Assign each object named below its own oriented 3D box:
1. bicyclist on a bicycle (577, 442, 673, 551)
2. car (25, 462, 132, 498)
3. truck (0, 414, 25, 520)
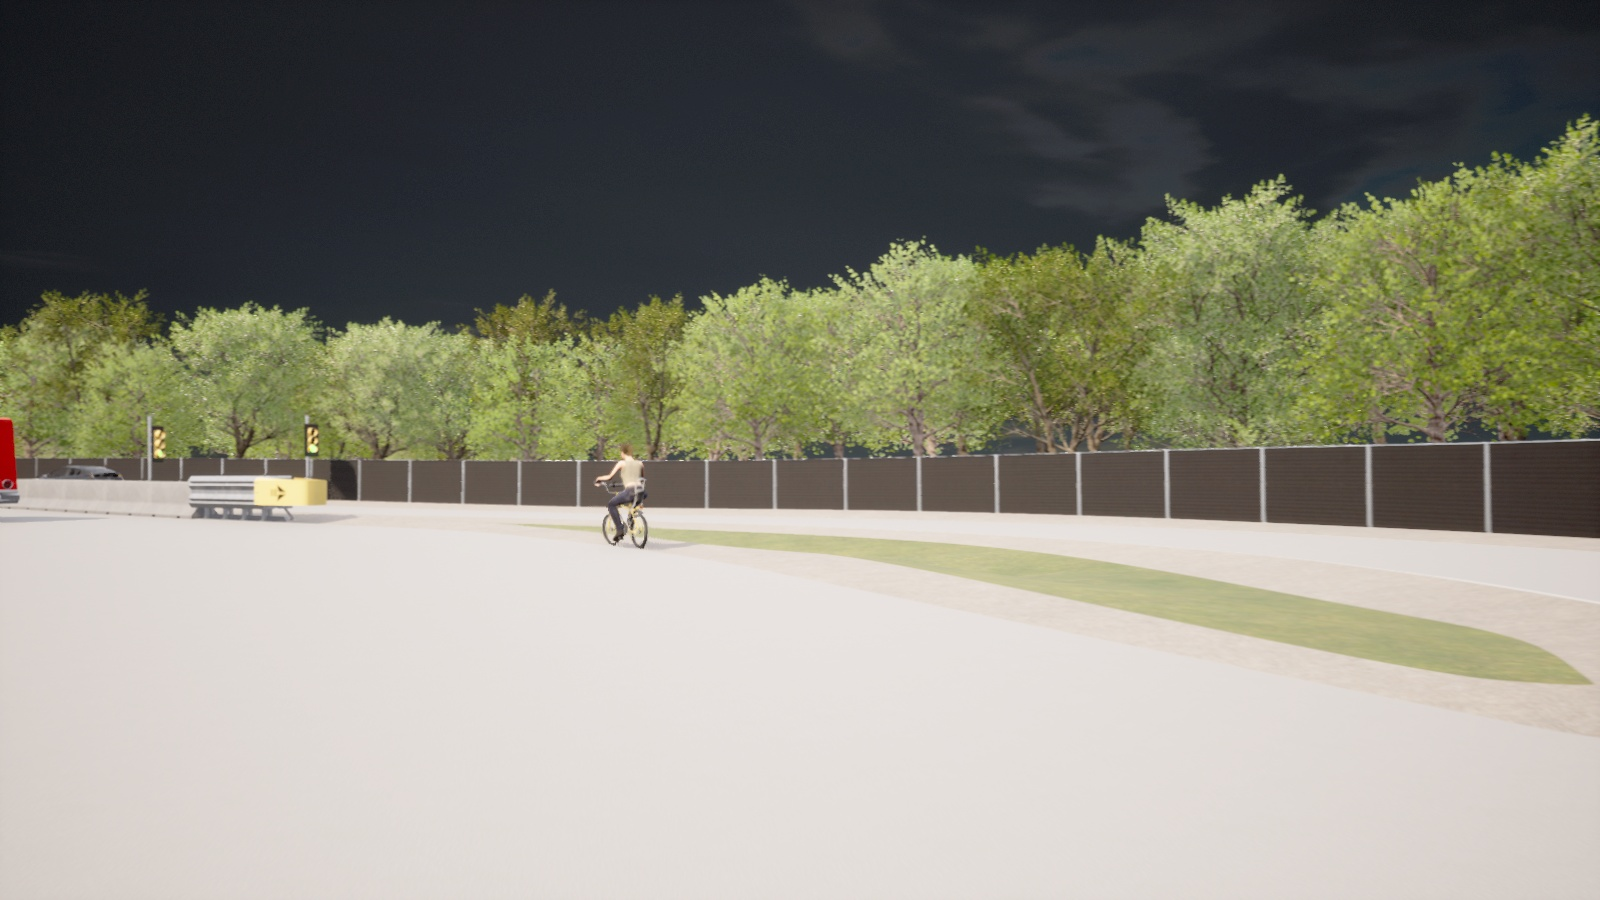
[{"bbox_3d":[-2.716,0.690,19.376,0.866,1.612,1.509,-1,0,-34],"label":"bicyclist on a bicycle"},{"bbox_3d":[-32.292,1.333,56.203,4.514,1.525,2.007,0,-1,27],"label":"car"},{"bbox_3d":[-21.208,0.390,29.412,5.204,2.467,2.627,0,-1,22],"label":"truck"}]
